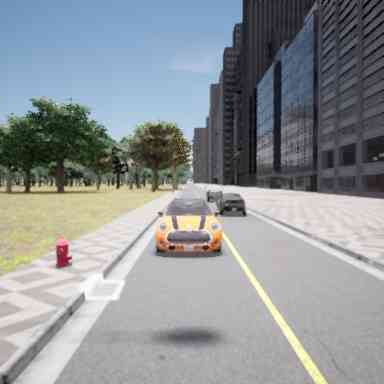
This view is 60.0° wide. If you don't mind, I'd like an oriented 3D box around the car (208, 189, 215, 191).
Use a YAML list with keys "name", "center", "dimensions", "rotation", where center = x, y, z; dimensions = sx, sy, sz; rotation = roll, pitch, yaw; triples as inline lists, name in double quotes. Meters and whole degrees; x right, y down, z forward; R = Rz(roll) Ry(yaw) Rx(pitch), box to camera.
- name: "car"
  center: [2.705, 0.344, 41.146]
  dimensions: [2.128, 1.511, 4.902]
  rotation: [0, 2, 0]

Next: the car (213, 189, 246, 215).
- name: "car"
  center: [2.837, 0.823, 24.705]
  dimensions: [1.837, 1.490, 4.892]
  rotation: [0, 2, 0]

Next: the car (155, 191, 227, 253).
- name: "car"
  center: [-0.116, 1.019, 12.068]
  dimensions: [2.097, 1.767, 4.553]
  rotation: [0, 1, -1]
